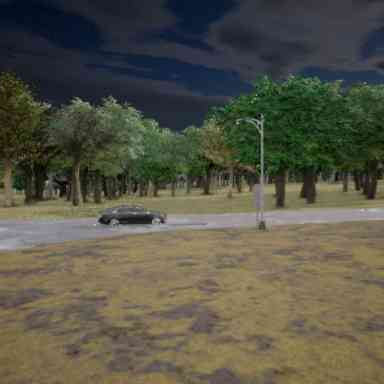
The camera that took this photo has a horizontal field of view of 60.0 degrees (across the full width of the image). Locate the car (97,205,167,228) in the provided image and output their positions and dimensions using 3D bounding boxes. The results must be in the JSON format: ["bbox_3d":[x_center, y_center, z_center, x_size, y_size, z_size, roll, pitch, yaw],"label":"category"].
[{"bbox_3d":[-4.257,1.709,23.872,4.892,1.490,1.837,0,1,-20],"label":"car"}]
